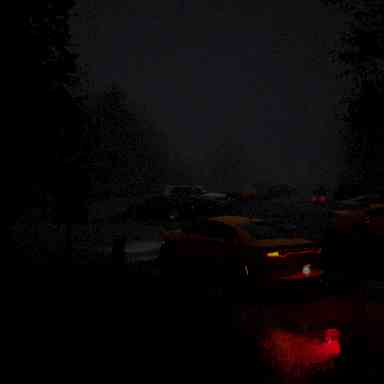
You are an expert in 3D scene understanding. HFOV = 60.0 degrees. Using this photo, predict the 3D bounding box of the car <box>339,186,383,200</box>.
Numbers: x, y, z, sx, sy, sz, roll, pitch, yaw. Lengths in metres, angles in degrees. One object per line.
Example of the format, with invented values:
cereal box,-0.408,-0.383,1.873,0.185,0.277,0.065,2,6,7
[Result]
car,20.073,0.134,39.559,4.792,1.488,2.163,1,3,24

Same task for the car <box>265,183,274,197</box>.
car,7.165,0.000,42.343,5.366,1.575,1.946,1,3,24

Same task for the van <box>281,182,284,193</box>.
van,11.626,-0.629,52.488,4.442,1.987,1.878,1,2,24

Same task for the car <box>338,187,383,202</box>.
car,18.997,0.237,37.151,4.792,1.488,2.163,1,3,24

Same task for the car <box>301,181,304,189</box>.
car,22.831,-1.367,77.878,5.008,1.535,2.097,1,2,24

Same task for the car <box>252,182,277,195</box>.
car,9.286,-0.335,47.462,4.553,1.767,2.185,1,3,24

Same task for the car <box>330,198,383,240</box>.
car,8.804,1.279,14.423,5.008,1.535,2.097,1,3,24

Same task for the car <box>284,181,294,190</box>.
car,15.877,-0.796,62.752,5.366,1.575,1.946,1,2,24

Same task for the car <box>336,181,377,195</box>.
car,25.666,-0.636,52.206,5.566,2.045,2.435,1,2,24

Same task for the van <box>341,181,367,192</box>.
van,31.496,-1.092,64.902,4.442,1.987,1.878,1,2,24

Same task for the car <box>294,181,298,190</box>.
car,18.304,-0.981,67.746,4.892,1.521,2.231,1,2,24

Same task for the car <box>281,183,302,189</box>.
car,23.970,-1.423,80.410,4.674,1.452,2.002,1,2,24

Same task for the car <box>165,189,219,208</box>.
car,-0.920,0.834,24.693,5.008,1.535,2.097,1,3,24

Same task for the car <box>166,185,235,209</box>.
car,0.232,0.463,27.204,5.566,2.045,2.435,1,3,24

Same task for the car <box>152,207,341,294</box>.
car,0.942,1.359,8.600,1.882,1.535,5.008,2,-1,-32

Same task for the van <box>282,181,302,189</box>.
van,24.993,-1.787,82.981,4.442,1.987,1.878,1,2,24

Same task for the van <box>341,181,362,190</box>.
van,37.091,-1.567,77.427,4.442,1.987,1.878,1,2,24

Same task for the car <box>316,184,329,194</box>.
car,22.385,-0.568,56.910,1.882,1.535,5.008,1,2,24

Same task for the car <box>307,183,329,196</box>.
car,18.187,-0.197,47.515,2.128,1.511,4.902,1,2,24

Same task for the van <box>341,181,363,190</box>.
van,36.013,-1.476,75.013,4.442,1.987,1.878,1,2,24

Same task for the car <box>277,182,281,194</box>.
car,10.414,-0.279,49.999,4.792,1.488,2.163,1,2,24

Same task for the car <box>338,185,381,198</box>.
car,22.309,-0.096,44.620,5.008,1.535,2.097,1,2,24

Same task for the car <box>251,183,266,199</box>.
car,5.745,0.103,40.074,5.366,1.575,1.946,1,3,24

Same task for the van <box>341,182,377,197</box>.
van,23.540,-0.416,47.093,4.442,1.987,1.878,1,2,24

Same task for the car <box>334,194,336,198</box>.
car,10.990,1.074,19.375,4.792,1.488,2.163,1,3,24

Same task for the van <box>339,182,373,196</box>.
van,24.456,-0.516,49.716,4.442,1.987,1.878,1,2,24

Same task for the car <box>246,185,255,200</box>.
car,3.433,0.347,34.899,5.366,1.575,1.946,1,3,24

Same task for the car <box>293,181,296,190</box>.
car,17.184,-0.885,65.207,4.892,1.521,2.231,1,2,24

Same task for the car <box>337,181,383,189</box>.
car,15.558,0.314,29.444,5.566,2.045,2.435,1,3,24

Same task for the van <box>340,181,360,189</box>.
van,38.062,-1.672,80.171,4.442,1.987,1.878,1,2,24

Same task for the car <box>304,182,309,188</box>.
car,26.257,-1.906,85.455,5.566,2.045,2.435,1,2,24

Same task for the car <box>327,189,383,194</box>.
car,13.105,0.798,24.491,5.366,1.575,1.946,1,3,24

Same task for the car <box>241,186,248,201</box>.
car,2.476,0.474,32.290,4.892,1.521,2.231,1,3,24

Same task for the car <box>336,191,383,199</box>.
car,9.966,1.034,16.930,4.553,1.767,2.185,1,3,24

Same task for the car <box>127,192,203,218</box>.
car,-2.083,0.983,22.176,4.792,1.488,2.163,1,3,24

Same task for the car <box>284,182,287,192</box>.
car,12.624,-0.472,55.090,4.792,1.488,2.163,1,2,24

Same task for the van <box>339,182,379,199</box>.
van,21.070,-0.224,42.115,4.442,1.987,1.878,1,3,24

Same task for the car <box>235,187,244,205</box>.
car,1.508,0.593,29.684,5.366,1.575,1.946,1,3,24

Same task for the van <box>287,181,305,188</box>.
van,28.381,-2.001,90.569,4.442,1.987,1.878,1,1,24

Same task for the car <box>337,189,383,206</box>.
car,16.636,0.473,32.007,4.792,1.488,2.163,1,3,24

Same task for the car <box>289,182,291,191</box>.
car,14.888,-0.665,60.156,4.792,1.488,2.163,1,2,24

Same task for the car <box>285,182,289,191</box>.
car,13.756,-0.568,57.623,4.792,1.488,2.163,1,2,24
